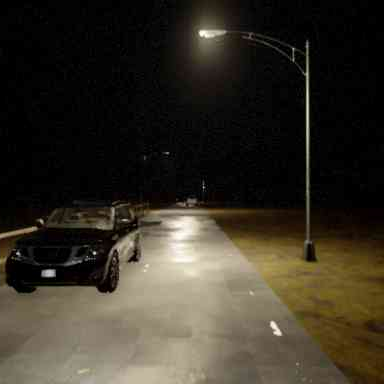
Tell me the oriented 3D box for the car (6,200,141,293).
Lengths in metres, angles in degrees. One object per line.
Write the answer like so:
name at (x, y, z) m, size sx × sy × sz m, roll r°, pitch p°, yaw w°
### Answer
car at (-2.832, 1.270, 9.366) m, size 2.150 × 2.045 × 5.566 m, roll 0°, pitch 0°, yaw 0°

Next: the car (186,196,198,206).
car at (-0.008, 1.761, 66.704) m, size 2.150 × 2.045 × 5.566 m, roll 0°, pitch -1°, yaw 0°
